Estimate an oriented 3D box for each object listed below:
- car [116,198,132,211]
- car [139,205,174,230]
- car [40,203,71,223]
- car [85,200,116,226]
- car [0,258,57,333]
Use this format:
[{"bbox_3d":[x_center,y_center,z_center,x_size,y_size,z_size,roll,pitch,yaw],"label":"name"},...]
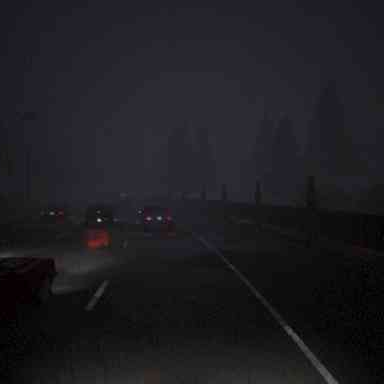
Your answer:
[{"bbox_3d":[-8.881,1.525,41.904,1.882,1.535,5.008,0,0,-22],"label":"car"},{"bbox_3d":[-2.393,1.566,21.565,2.033,1.411,5.357,0,0,-12],"label":"car"},{"bbox_3d":[-10.722,1.590,26.312,2.033,1.411,5.357,0,0,-16],"label":"car"},{"bbox_3d":[-6.478,1.535,23.535,1.837,1.490,4.892,0,0,-13],"label":"car"},{"bbox_3d":[-3.690,1.613,4.958,1.895,1.301,4.718,0,0,-3],"label":"car"}]
